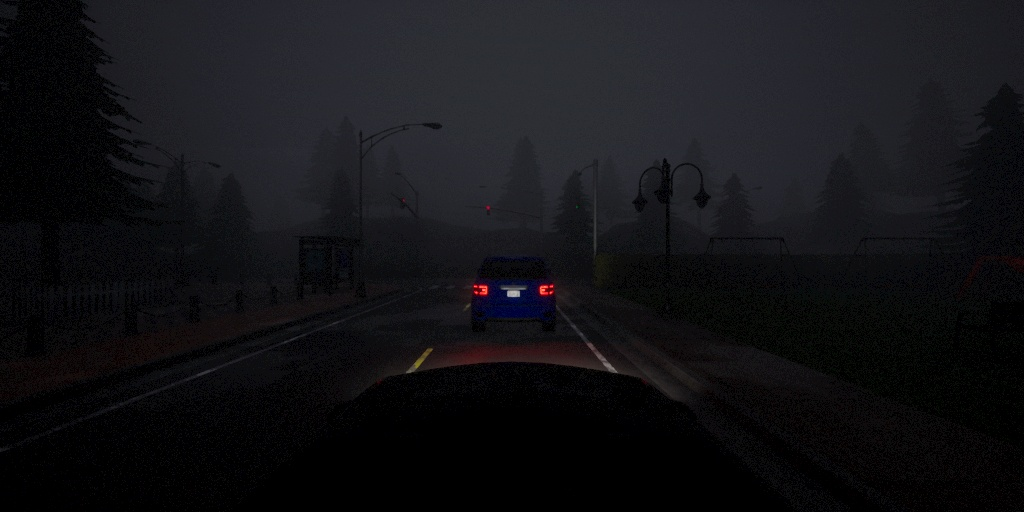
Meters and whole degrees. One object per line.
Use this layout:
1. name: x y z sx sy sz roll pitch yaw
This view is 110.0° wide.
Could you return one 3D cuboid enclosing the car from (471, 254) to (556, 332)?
1. car: 0.057 0.971 10.993 2.150 2.045 5.566 0 0 0
